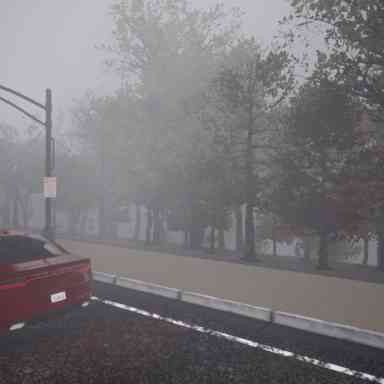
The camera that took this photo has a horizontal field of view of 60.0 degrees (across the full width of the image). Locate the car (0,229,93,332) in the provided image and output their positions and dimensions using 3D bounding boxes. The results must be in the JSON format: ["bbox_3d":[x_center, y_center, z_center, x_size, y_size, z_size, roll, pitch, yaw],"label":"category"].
[{"bbox_3d":[-4.086,1.477,6.598,5.008,1.535,1.882,0,0,36],"label":"car"}]
